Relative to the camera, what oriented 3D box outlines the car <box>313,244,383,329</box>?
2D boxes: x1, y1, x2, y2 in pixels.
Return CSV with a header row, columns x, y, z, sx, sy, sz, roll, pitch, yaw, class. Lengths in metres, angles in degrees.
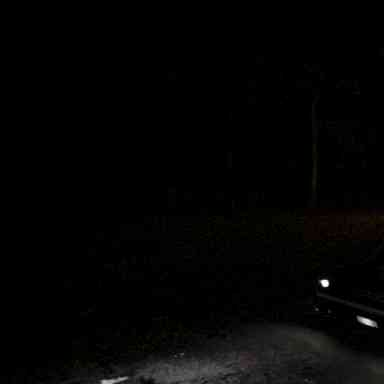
x,y,z,sx,sy,sz,roll,pitch,yaw,class
4.372,1.597,6.188,4.718,1.301,1.895,0,0,-35,car
